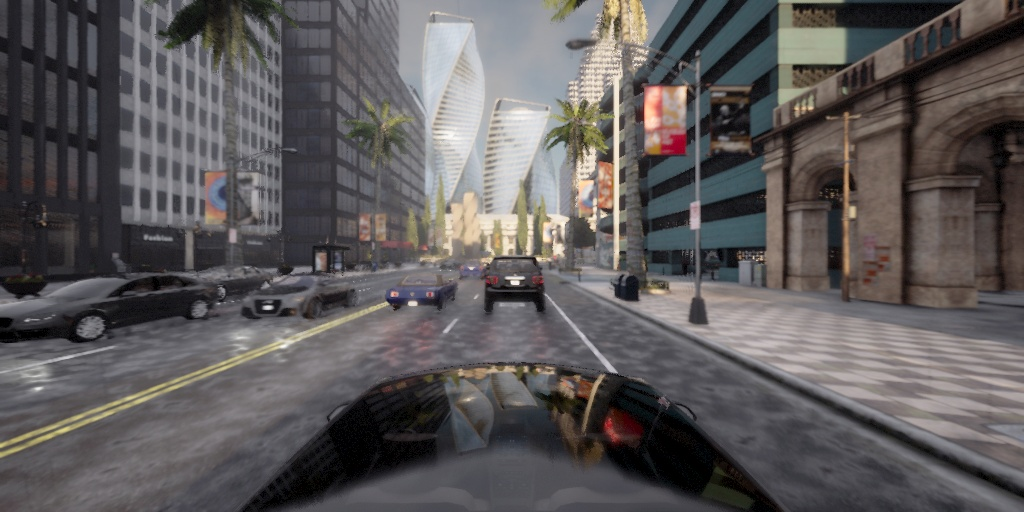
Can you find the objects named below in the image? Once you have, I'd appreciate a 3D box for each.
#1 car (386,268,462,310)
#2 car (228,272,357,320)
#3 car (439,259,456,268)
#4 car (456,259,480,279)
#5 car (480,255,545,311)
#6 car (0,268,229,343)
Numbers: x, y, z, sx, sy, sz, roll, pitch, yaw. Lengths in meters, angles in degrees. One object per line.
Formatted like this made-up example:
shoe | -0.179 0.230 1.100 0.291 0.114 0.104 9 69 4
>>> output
car | -3.405 1.351 14.539 1.895 1.301 4.718 0 0 0
car | -7.098 1.314 12.414 1.994 1.385 4.181 0 0 0
car | -8.991 1.257 52.762 1.837 1.490 4.892 0 0 15
car | -3.396 1.102 32.181 2.097 1.767 4.553 0 0 0
car | 0.101 0.972 14.581 2.150 2.045 5.566 0 0 0
car | -10.599 1.255 9.730 1.837 1.490 4.892 0 0 0
